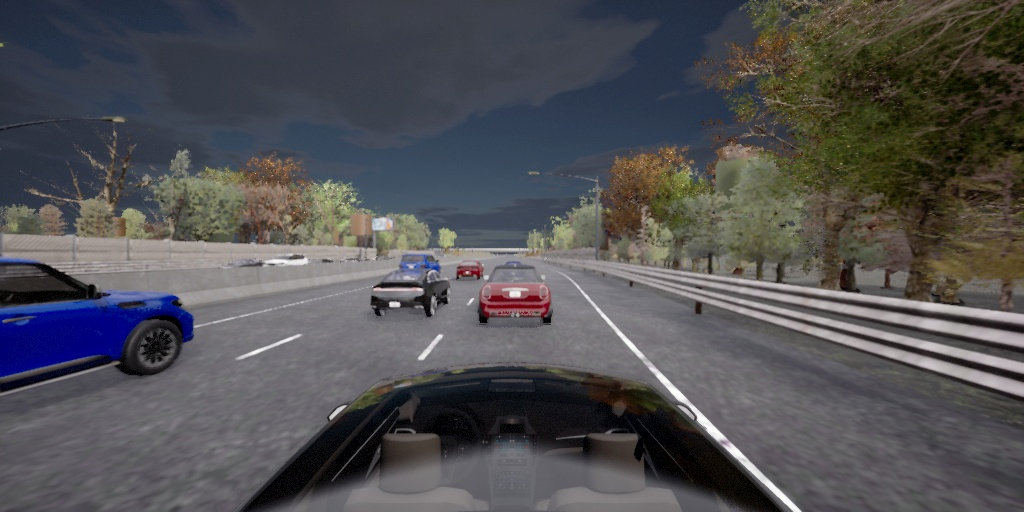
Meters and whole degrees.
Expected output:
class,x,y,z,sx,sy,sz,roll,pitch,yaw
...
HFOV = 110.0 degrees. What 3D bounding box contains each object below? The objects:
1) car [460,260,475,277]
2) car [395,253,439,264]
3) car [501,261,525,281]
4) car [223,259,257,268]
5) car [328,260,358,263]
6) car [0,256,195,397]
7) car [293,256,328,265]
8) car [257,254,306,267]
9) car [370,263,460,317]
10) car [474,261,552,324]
class,x,y,z,sx,sy,sz,roll,pitch,yaw
car,-3.403,1.096,29.813,1.882,1.535,5.008,0,0,0
car,-6.904,0.851,27.228,2.150,2.045,5.566,0,0,0
car,0.097,1.147,29.228,1.812,1.442,4.674,0,0,0
car,-28.012,1.076,37.757,2.128,1.511,4.902,0,0,-1
car,-17.586,1.144,38.858,1.994,1.385,4.181,0,0,0
car,-6.934,0.962,4.195,2.150,2.045,5.566,0,1,0
car,-21.084,1.085,38.944,1.837,1.490,4.892,0,0,0
car,-24.583,0.802,39.201,2.150,2.045,5.566,0,0,0
car,-3.406,1.187,12.837,2.128,1.511,4.902,0,0,0
car,0.092,1.052,11.898,2.097,1.767,4.553,0,0,0
